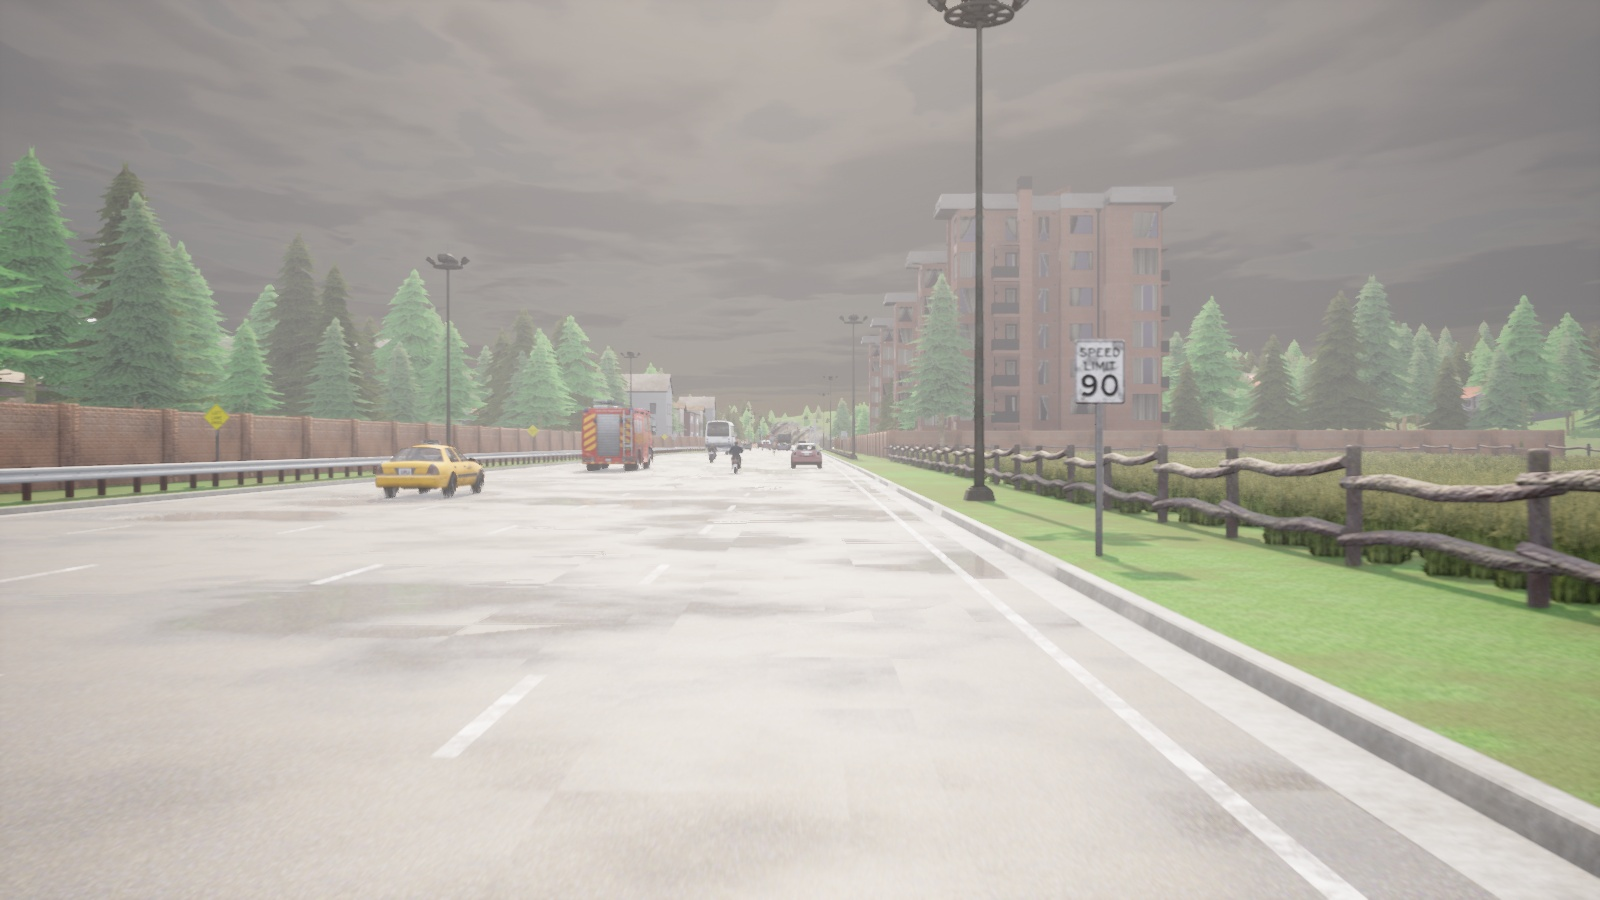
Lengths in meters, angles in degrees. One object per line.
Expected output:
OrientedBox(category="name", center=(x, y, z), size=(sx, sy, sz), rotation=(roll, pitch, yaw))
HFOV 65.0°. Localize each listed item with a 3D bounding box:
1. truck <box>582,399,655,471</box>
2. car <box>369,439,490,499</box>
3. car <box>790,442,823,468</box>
OrientedBox(category="truck", center=(-10.112, -0.825, 70.675), size=(2.891, 3.827, 8.468), rotation=(0, 0, 0))
OrientedBox(category="car", center=(-10.285, 0.478, 35.294), size=(1.801, 1.575, 5.366), rotation=(0, 0, 0))
OrientedBox(category="car", center=(0.385, 0.286, 75.685), size=(1.970, 1.475, 3.806), rotation=(0, 0, 0))
